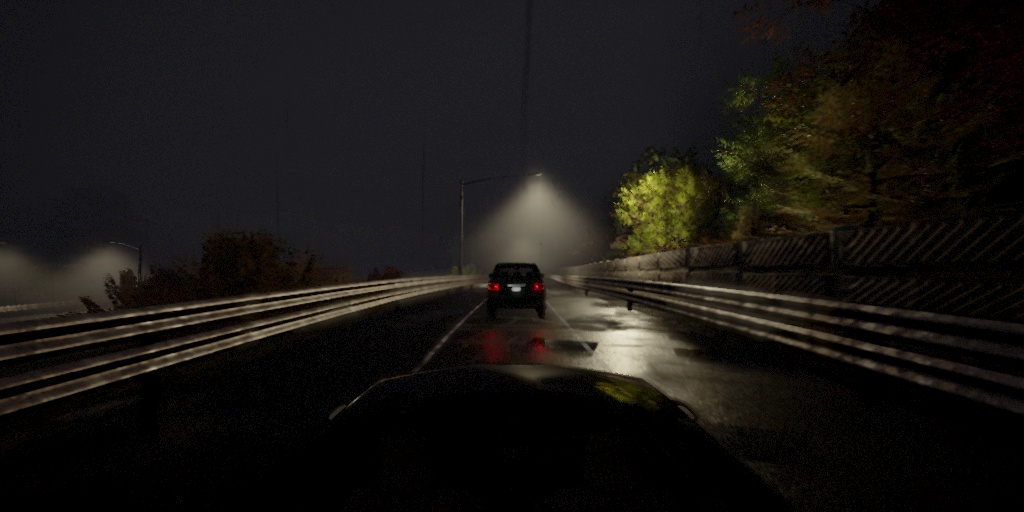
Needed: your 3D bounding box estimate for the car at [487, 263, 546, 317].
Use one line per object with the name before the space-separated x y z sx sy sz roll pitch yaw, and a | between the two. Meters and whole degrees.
car | 0.196 1.321 14.932 2.150 2.045 5.566 0 -2 1
